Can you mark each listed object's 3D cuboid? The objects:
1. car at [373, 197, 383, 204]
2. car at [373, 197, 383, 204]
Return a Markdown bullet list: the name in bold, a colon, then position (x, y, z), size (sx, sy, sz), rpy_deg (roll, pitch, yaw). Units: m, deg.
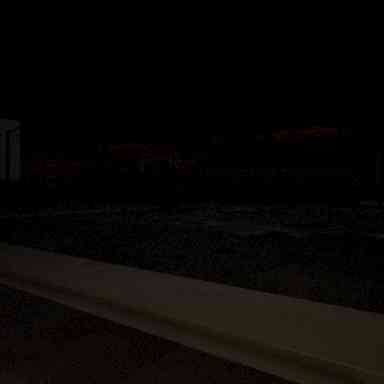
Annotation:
- **car**: position (37.514, 1.734, 65.336), size (2.038, 1.542, 4.974), rpy_deg (1, 1, 6)
- **car**: position (37.521, 1.576, 65.387), size (1.853, 1.218, 4.536), rpy_deg (1, 1, 6)
